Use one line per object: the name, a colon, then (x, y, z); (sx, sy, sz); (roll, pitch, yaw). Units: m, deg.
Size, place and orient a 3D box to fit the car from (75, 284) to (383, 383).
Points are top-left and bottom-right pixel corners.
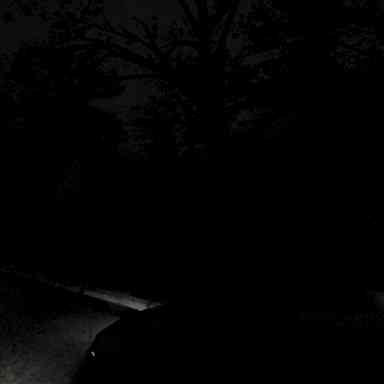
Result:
car: (1.075, 1.529, 2.608); (4.674, 1.442, 1.812); (0, 0, 35)
